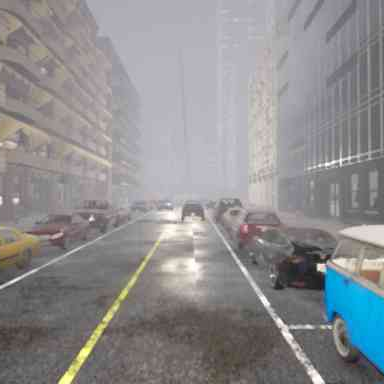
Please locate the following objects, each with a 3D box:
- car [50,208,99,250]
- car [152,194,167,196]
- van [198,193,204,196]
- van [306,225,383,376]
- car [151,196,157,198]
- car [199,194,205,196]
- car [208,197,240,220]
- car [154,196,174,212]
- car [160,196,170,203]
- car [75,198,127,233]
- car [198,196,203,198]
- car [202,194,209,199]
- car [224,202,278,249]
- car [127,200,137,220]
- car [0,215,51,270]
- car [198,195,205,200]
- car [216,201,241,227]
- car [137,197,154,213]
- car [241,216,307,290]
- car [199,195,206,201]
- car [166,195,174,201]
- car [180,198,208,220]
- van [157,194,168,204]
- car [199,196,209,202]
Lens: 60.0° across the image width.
[{"bbox_3d":[-5.645,1.586,14.299,1.802,1.307,4.206,1,0,0],"label":"car"},{"bbox_3d":[-5.644,1.326,53.126,2.192,1.841,5.009,1,0,0],"label":"car"},{"bbox_3d":[2.700,1.353,69.869,1.690,1.788,3.998,1,0,0],"label":"van"},{"bbox_3d":[2.708,1.342,3.295,1.690,1.788,3.998,1,0,0],"label":"van"},{"bbox_3d":[-5.648,1.591,42.034,1.802,1.307,4.206,1,0,0],"label":"car"},{"bbox_3d":[2.696,1.593,64.320,1.802,1.307,4.206,1,0,0],"label":"car"},{"bbox_3d":[2.706,1.321,25.486,2.192,1.841,5.009,1,0,0],"label":"car"},{"bbox_3d":[-3.103,1.556,39.443,2.033,1.411,5.357,0,0,0],"label":"car"},{"bbox_3d":[-5.652,1.594,69.767,1.802,1.307,4.206,1,0,0],"label":"car"},{"bbox_3d":[-5.641,1.320,19.846,2.192,1.841,5.009,1,0,0],"label":"car"},{"bbox_3d":[0.021,1.557,43.391,2.033,1.411,5.357,0,0,0],"label":"car"},{"bbox_3d":[2.701,1.449,42.129,1.967,1.590,4.097,1,0,0],"label":"car"},{"bbox_3d":[2.705,1.444,14.391,1.967,1.590,4.097,1,0,0],"label":"car"},{"bbox_3d":[-5.645,1.531,25.223,1.752,1.417,4.829,1,0,0],"label":"car"},{"bbox_3d":[-5.644,1.528,8.583,1.752,1.417,4.829,1,0,0],"label":"car"},{"bbox_3d":[2.692,1.595,91.539,1.802,1.307,4.206,1,0,0],"label":"car"},{"bbox_3d":[2.702,1.530,20.109,1.752,1.417,4.829,1,0,0],"label":"car"},{"bbox_3d":[-5.648,1.574,36.487,1.947,1.339,4.313,1,0,0],"label":"car"},{"bbox_3d":[2.703,1.568,8.843,1.947,1.339,4.313,1,0,0],"label":"car"},{"bbox_3d":[2.693,1.595,86.511,1.802,1.307,4.206,1,0,0],"label":"car"},{"bbox_3d":[-5.654,1.595,86.407,1.802,1.307,4.206,1,0,0],"label":"car"},{"bbox_3d":[0.088,1.508,28.085,1.837,1.490,4.892,0,-1,0],"label":"car"},{"bbox_3d":[-5.646,1.353,64.220,1.690,1.788,3.998,1,0,0],"label":"van"},{"bbox_3d":[2.695,1.557,75.416,1.887,1.381,4.507,1,0,0],"label":"car"}]
